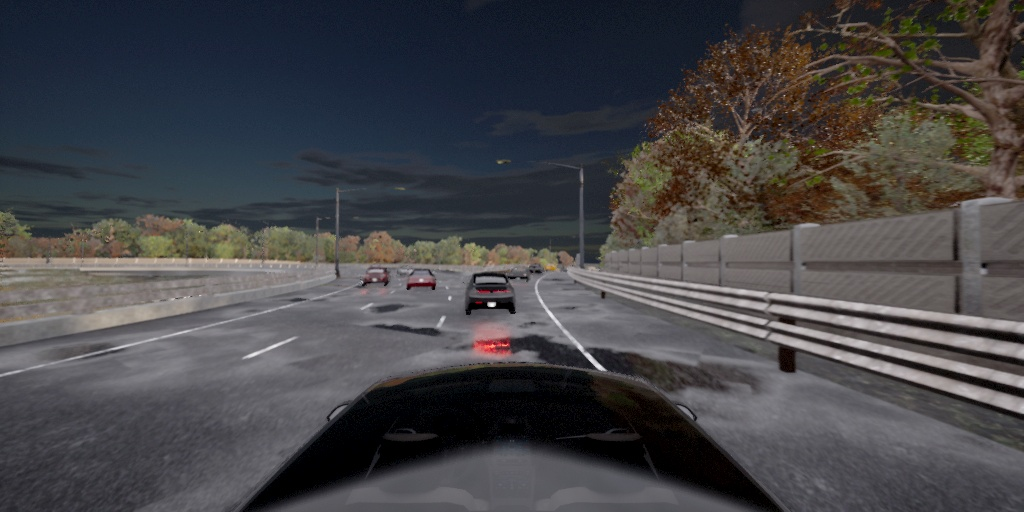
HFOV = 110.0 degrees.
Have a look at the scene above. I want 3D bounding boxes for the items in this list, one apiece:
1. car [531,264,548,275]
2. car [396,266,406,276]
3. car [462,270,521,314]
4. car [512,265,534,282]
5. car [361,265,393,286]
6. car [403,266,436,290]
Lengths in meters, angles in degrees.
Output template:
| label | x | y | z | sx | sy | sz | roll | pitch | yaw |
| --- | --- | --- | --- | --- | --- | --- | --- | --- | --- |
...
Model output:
| label | x | y | z | sx | sy | sz | roll | pitch | yaw |
| --- | --- | --- | --- | --- | --- | --- | --- | --- | --- |
| car | 3.502 | 1.870 | 51.051 | 1.837 | 1.490 | 4.892 | 0 | -1 | 12 |
| car | -14.327 | 1.975 | 48.114 | 1.895 | 1.301 | 4.718 | 0 | -1 | -26 |
| car | -0.960 | 1.423 | 14.661 | 1.837 | 1.490 | 4.892 | 0 | 0 | -6 |
| car | 0.813 | 1.763 | 34.446 | 1.895 | 1.301 | 4.718 | 0 | -1 | 6 |
| car | -10.987 | 1.653 | 29.303 | 1.812 | 1.442 | 4.674 | 0 | -1 | -15 |
| car | -6.557 | 1.638 | 26.038 | 1.994 | 1.385 | 4.181 | 0 | -1 | -13 |
